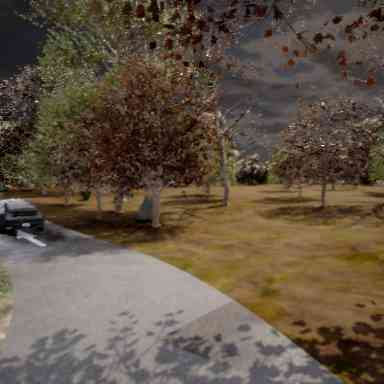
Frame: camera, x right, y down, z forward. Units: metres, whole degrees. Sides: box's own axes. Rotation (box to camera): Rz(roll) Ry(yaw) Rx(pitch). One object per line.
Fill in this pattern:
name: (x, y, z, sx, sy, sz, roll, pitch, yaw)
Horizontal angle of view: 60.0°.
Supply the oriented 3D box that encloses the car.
car: (-8.957, 1.120, 16.857, 1.837, 1.490, 4.892, -1, 3, -39)
